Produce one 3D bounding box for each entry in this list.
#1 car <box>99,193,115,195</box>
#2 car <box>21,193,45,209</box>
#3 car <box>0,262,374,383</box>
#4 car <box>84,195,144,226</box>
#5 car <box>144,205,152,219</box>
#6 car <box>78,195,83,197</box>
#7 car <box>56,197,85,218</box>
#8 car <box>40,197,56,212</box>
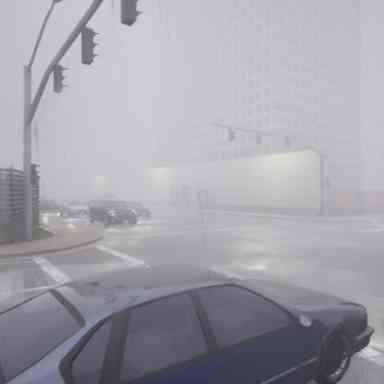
[{"bbox_3d":[-13.907,1.241,53.356,2.150,2.045,5.566,0,0,-35],"label":"car"},{"bbox_3d":[-22.745,1.200,47.399,2.150,2.045,5.566,0,0,-35],"label":"car"},{"bbox_3d":[-0.191,1.548,3.621,5.357,1.411,2.033,0,0,-35],"label":"car"},{"bbox_3d":[-5.504,1.330,23.038,2.097,1.767,4.553,0,0,-35],"label":"car"},{"bbox_3d":[-5.184,1.517,28.631,1.812,1.442,4.674,0,0,-35],"label":"car"},{"bbox_3d":[-16.192,1.517,44.160,1.812,1.442,4.674,0,0,-35],"label":"car"},{"bbox_3d":[-10.692,1.504,30.341,1.812,1.442,4.674,0,0,-35],"label":"car"},{"bbox_3d":[-16.593,1.579,38.662,1.895,1.301,4.718,0,0,-35],"label":"car"}]
